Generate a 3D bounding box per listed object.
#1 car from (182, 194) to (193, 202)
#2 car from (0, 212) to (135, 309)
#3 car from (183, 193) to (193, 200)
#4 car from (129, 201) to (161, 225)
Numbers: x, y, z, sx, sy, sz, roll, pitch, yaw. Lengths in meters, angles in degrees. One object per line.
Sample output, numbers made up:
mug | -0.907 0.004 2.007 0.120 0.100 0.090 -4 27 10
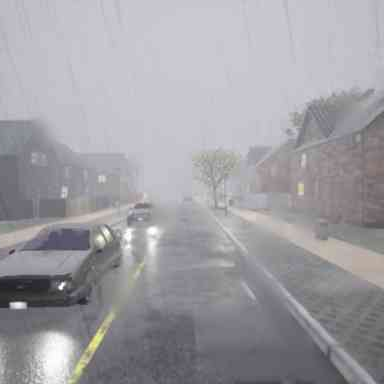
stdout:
car | -0.811 1.195 63.450 1.994 1.385 4.181 0 0 -1
car | -2.942 1.491 8.231 2.033 1.411 5.357 0 1 -1
car | -0.944 1.055 73.490 2.033 1.411 5.357 0 0 -1
car | -3.105 1.353 22.295 1.812 1.442 4.674 0 0 0
